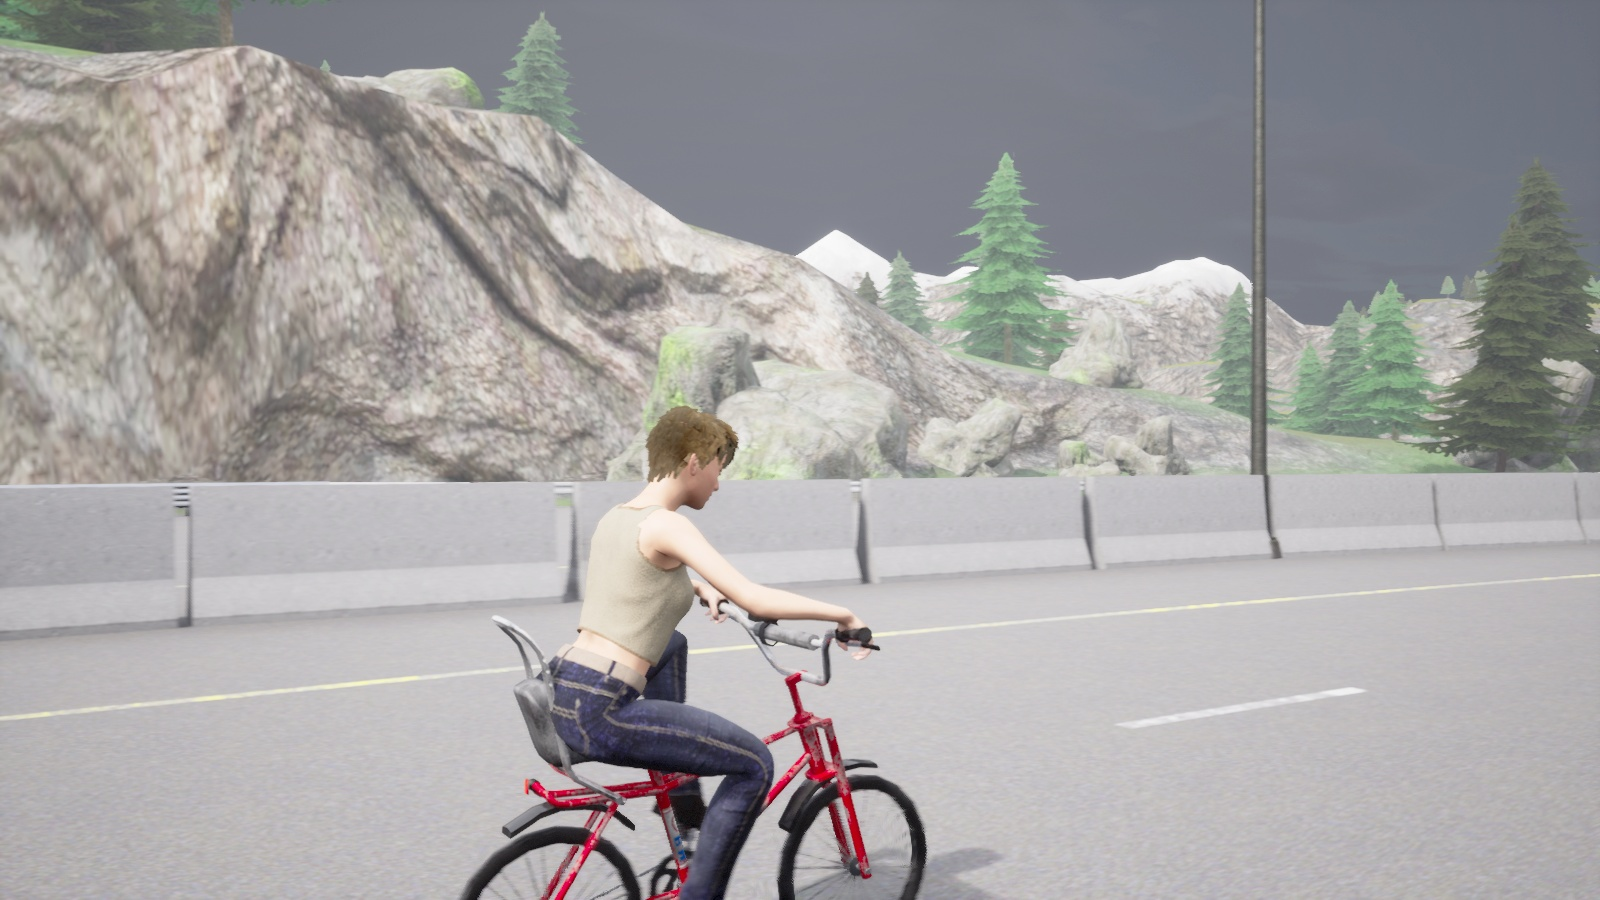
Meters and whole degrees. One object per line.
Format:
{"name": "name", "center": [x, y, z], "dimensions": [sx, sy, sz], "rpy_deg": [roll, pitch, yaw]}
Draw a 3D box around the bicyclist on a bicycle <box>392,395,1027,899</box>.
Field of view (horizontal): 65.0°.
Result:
{"name": "bicyclist on a bicycle", "center": [-0.236, 0.689, 3.454], "dimensions": [1.509, 1.612, 0.866], "rpy_deg": [0, 0, -33]}
